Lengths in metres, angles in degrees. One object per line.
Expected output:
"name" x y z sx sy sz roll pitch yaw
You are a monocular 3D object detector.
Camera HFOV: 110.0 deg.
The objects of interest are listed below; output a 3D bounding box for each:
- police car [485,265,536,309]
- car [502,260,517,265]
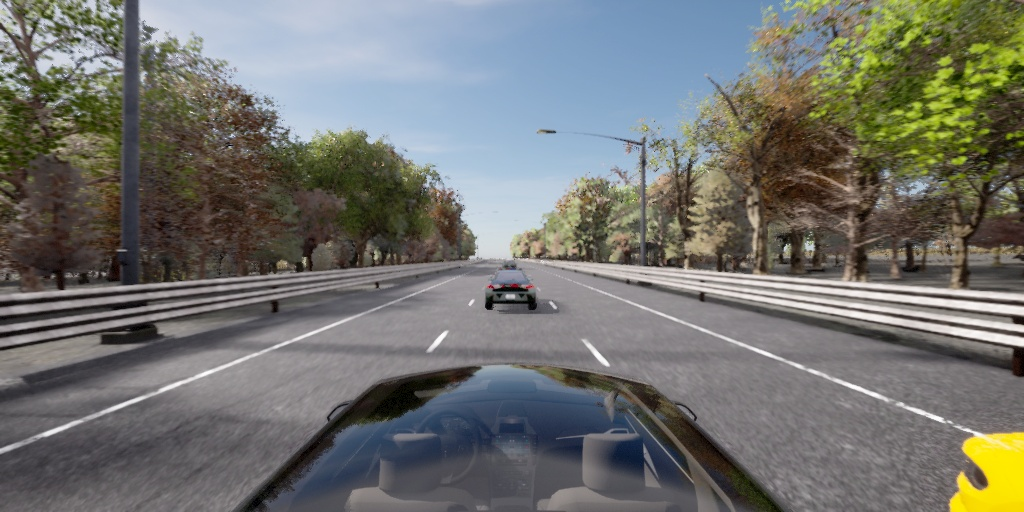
"police car" -0.064 1.311 15.485 2.038 1.542 4.974 0 0 0
"car" -0.340 1.292 49.060 2.097 1.767 4.553 0 0 -1
